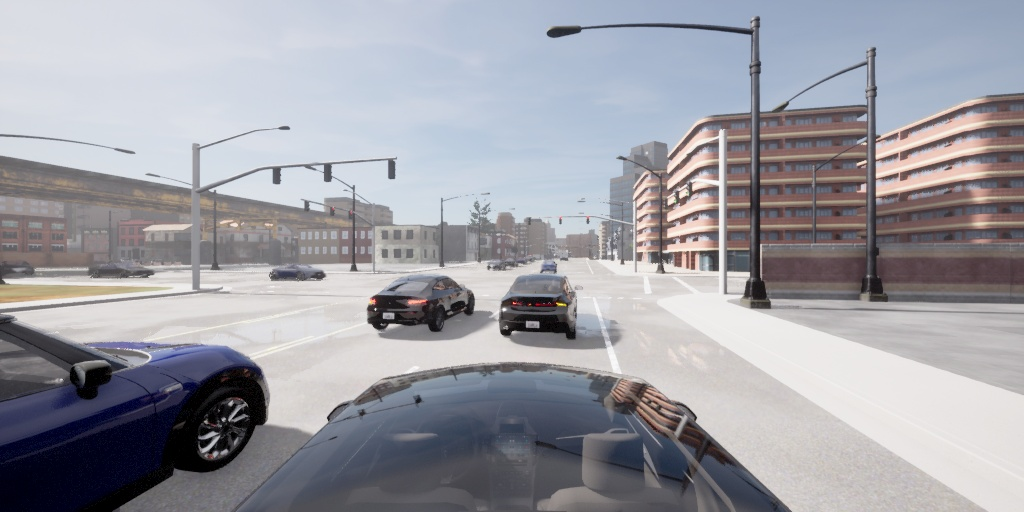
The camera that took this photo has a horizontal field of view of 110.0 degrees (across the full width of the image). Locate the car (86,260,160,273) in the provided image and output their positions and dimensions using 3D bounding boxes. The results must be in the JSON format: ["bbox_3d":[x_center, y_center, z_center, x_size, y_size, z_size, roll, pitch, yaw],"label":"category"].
[{"bbox_3d":[-35.322,1.298,32.363,5.357,1.411,2.033,0,0,10],"label":"car"}]

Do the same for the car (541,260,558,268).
[{"bbox_3d":[4.355,1.218,42.047,2.033,1.411,5.357,0,1,8],"label":"car"}]

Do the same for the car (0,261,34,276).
[{"bbox_3d":[-50.450,1.242,36.464,4.902,1.511,2.128,0,0,31],"label":"car"}]

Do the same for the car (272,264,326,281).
[{"bbox_3d":[-17.375,1.314,29.150,4.181,1.385,1.994,0,0,13],"label":"car"}]

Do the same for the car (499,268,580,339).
[{"bbox_3d":[0.909,1.255,10.232,1.837,1.490,4.892,0,0,11],"label":"car"}]

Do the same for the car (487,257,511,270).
[{"bbox_3d":[-2.028,1.106,48.010,2.128,1.511,4.902,0,1,11],"label":"car"}]

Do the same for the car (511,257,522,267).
[{"bbox_3d":[-0.228,0.957,57.287,1.882,1.535,5.008,0,1,11],"label":"car"}]

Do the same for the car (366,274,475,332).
[{"bbox_3d":[-2.536,1.276,10.873,1.812,1.442,4.674,0,0,11],"label":"car"}]

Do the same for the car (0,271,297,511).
[{"bbox_3d":[-3.858,1.102,2.096,2.097,1.767,4.553,0,0,6],"label":"car"}]
